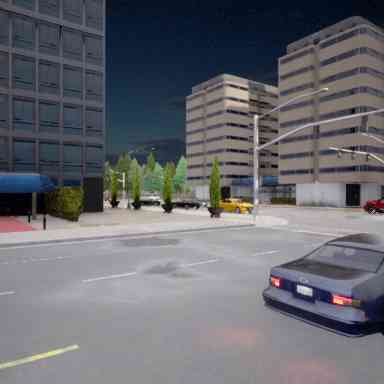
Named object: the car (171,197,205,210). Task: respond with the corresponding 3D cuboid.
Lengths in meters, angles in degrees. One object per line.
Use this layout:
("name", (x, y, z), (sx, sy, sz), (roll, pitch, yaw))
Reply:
("car", (-0.852, 1.601, 43.655), (1.895, 1.301, 4.718), (0, 0, -35))

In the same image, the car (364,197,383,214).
("car", (19.952, 1.222, 32.609), (2.150, 2.045, 5.566), (0, 0, -36))

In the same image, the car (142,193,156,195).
("car", (-7.473, 1.225, 59.246), (2.150, 2.045, 5.566), (0, 0, -35))

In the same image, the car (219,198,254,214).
("car", (4.509, 1.478, 36.001), (1.882, 1.535, 5.008), (0, 0, -35))

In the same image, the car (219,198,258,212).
("car", (5.608, 1.505, 40.535), (1.837, 1.490, 4.892), (0, 0, -35))

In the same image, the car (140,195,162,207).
("car", (-6.587, 1.601, 51.847), (1.895, 1.301, 4.718), (0, 0, -35))

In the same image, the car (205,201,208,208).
("car", (0.295, 1.491, 48.119), (2.128, 1.511, 4.902), (0, 0, -35))

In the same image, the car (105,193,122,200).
("car", (-15.224, 0.970, 64.330), (2.097, 1.767, 4.553), (0, 0, -35))

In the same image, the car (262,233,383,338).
("car", (3.768, 1.547, 6.510), (5.357, 1.411, 2.033), (0, 0, -35))
